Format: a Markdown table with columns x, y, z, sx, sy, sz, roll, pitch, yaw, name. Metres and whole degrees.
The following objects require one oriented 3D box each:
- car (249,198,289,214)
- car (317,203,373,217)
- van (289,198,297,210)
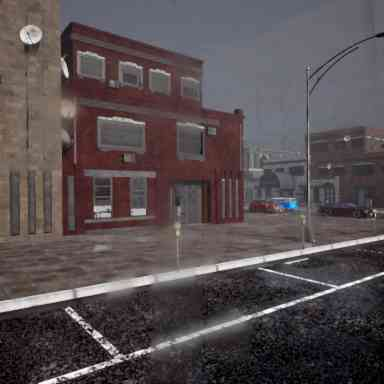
| x | y | z | sx | sy | sz | roll | pitch | yaw | name |
| --- | --- | --- | --- | --- | --- | --- | --- | --- | --- |
| 9.433 | 1.743 | 42.264 | 2.097 | 1.767 | 4.553 | -1 | 0 | -38 | car |
| 15.684 | 1.794 | 34.180 | 2.033 | 1.411 | 5.357 | -1 | 0 | -37 | car |
| 12.875 | 1.705 | 47.255 | 1.690 | 1.788 | 3.998 | -2 | 0 | -38 | van |
